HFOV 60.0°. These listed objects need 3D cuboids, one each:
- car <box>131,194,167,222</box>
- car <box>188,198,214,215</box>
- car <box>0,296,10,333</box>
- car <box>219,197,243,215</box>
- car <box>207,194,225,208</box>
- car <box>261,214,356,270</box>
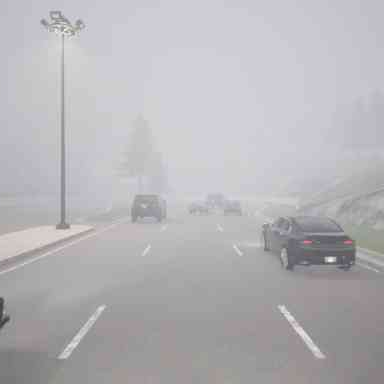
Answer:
[{"bbox_3d":[-3.306,1.215,26.286,2.150,2.045,5.566,0,-1,1],"label":"car"},{"bbox_3d":[0.902,1.601,34.240,1.895,1.301,4.718,0,0,8],"label":"car"},{"bbox_3d":[-3.399,1.600,2.380,1.895,1.301,4.718,0,0,0],"label":"car"},{"bbox_3d":[4.242,1.547,34.187,2.033,1.411,5.357,0,0,8],"label":"car"},{"bbox_3d":[3.357,1.221,44.294,2.150,2.045,5.566,0,0,16],"label":"car"},{"bbox_3d":[3.600,1.504,11.051,1.837,1.490,4.892,0,0,0],"label":"car"}]
